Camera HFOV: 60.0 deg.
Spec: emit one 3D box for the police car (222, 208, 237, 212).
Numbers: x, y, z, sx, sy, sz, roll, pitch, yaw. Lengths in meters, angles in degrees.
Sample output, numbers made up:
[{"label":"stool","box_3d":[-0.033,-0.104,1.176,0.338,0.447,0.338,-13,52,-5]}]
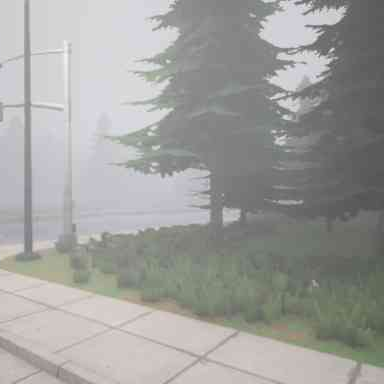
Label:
[{"label":"police car","box_3d":[4.674,1.682,42.523,2.038,1.542,4.974,-1,0,36]}]
